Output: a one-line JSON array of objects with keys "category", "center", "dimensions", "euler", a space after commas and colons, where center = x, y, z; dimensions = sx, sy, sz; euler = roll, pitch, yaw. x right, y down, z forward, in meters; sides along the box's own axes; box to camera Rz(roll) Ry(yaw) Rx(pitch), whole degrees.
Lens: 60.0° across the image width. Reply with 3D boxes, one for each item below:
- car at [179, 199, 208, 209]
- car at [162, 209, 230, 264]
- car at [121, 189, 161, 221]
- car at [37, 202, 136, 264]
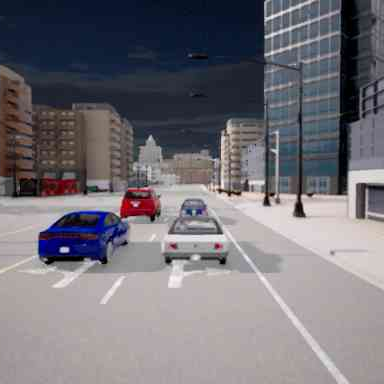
[{"category": "car", "center": [0.117, 1.143, 22.234], "dimensions": [2.033, 1.411, 5.357], "euler": [0, 2, 0]}, {"category": "car", "center": [0.105, 1.466, 11.233], "dimensions": [1.895, 1.301, 4.718], "euler": [0, 1, 0]}, {"category": "car", "center": [-3.396, 0.806, 22.773], "dimensions": [2.150, 2.045, 5.566], "euler": [0, 2, 0]}, {"category": "car", "center": [-3.397, 1.343, 11.341], "dimensions": [1.882, 1.535, 5.008], "euler": [0, 1, 0]}]
